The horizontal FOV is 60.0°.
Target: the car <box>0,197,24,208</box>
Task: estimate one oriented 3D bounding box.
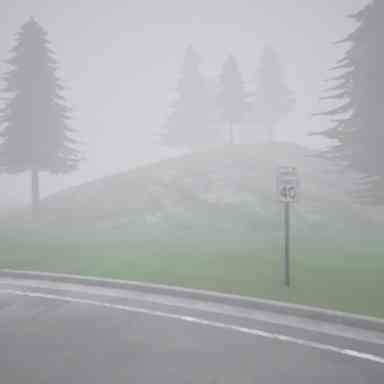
[{"bbox_3d":[-24.626,1.409,44.552,1.812,1.442,4.674,0,0,14],"label":"car"}]
